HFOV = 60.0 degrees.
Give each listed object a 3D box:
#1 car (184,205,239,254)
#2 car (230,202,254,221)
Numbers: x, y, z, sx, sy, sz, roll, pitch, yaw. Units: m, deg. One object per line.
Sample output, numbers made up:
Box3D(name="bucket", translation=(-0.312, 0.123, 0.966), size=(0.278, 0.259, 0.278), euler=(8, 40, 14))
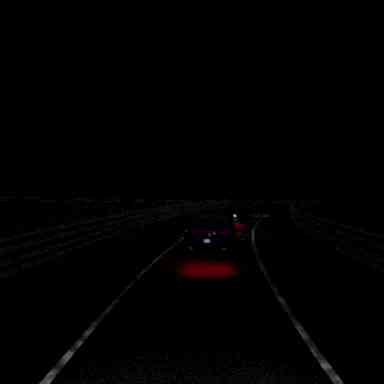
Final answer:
Box3D(name="car", translation=(0.895, 1.567, 14.157), size=(1.882, 1.535, 5.008), euler=(0, 0, 9))
Box3D(name="car", translation=(4.082, 1.591, 28.357), size=(1.837, 1.490, 4.892), euler=(-1, 0, 18))
